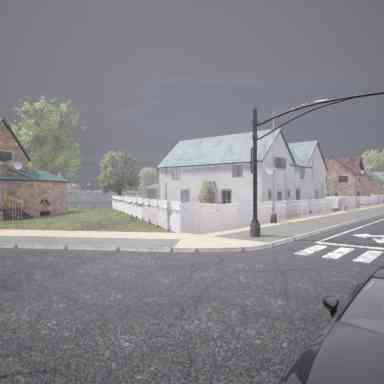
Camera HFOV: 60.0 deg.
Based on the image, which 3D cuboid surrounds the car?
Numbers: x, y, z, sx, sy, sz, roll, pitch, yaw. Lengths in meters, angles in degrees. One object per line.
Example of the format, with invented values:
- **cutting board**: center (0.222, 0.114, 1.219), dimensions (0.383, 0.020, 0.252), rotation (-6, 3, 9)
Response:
- **car**: center (2.526, 1.524, 3.407), dimensions (1.812, 1.442, 4.674), rotation (0, 0, 42)
